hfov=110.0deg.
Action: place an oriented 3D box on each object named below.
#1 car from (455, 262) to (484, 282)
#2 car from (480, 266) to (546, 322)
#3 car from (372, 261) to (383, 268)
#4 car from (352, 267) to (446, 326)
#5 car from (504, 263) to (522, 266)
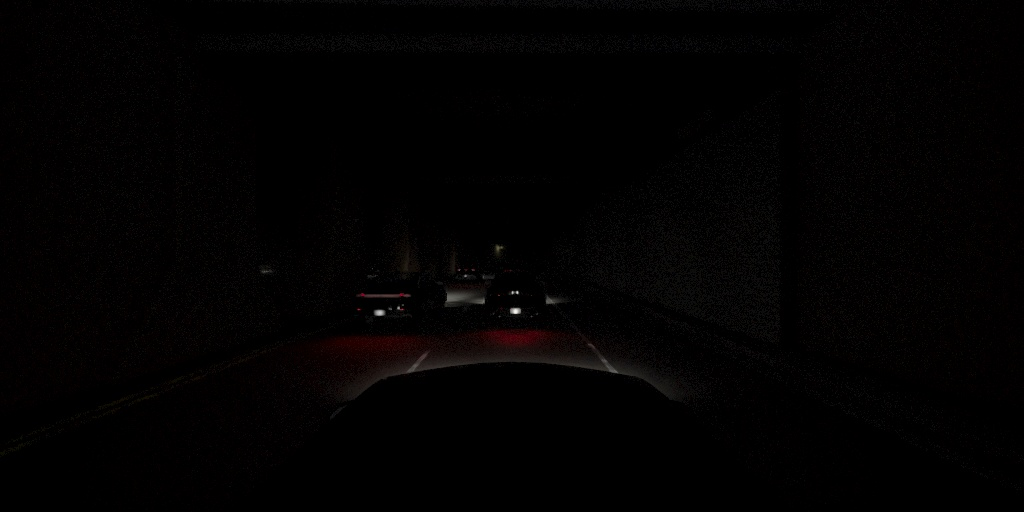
[{"bbox_3d":[-3.399,1.251,28.768,2.128,1.511,4.902,0,0,0],"label":"car"},{"bbox_3d":[0.100,1.258,12.264,1.837,1.490,4.892,0,0,0],"label":"car"},{"bbox_3d":[-14.087,1.268,40.077,1.837,1.490,4.892,0,0,0],"label":"car"},{"bbox_3d":[-3.400,1.245,11.630,2.128,1.511,4.902,0,0,0],"label":"car"},{"bbox_3d":[0.101,1.264,28.853,1.837,1.490,4.892,0,0,0],"label":"car"}]
